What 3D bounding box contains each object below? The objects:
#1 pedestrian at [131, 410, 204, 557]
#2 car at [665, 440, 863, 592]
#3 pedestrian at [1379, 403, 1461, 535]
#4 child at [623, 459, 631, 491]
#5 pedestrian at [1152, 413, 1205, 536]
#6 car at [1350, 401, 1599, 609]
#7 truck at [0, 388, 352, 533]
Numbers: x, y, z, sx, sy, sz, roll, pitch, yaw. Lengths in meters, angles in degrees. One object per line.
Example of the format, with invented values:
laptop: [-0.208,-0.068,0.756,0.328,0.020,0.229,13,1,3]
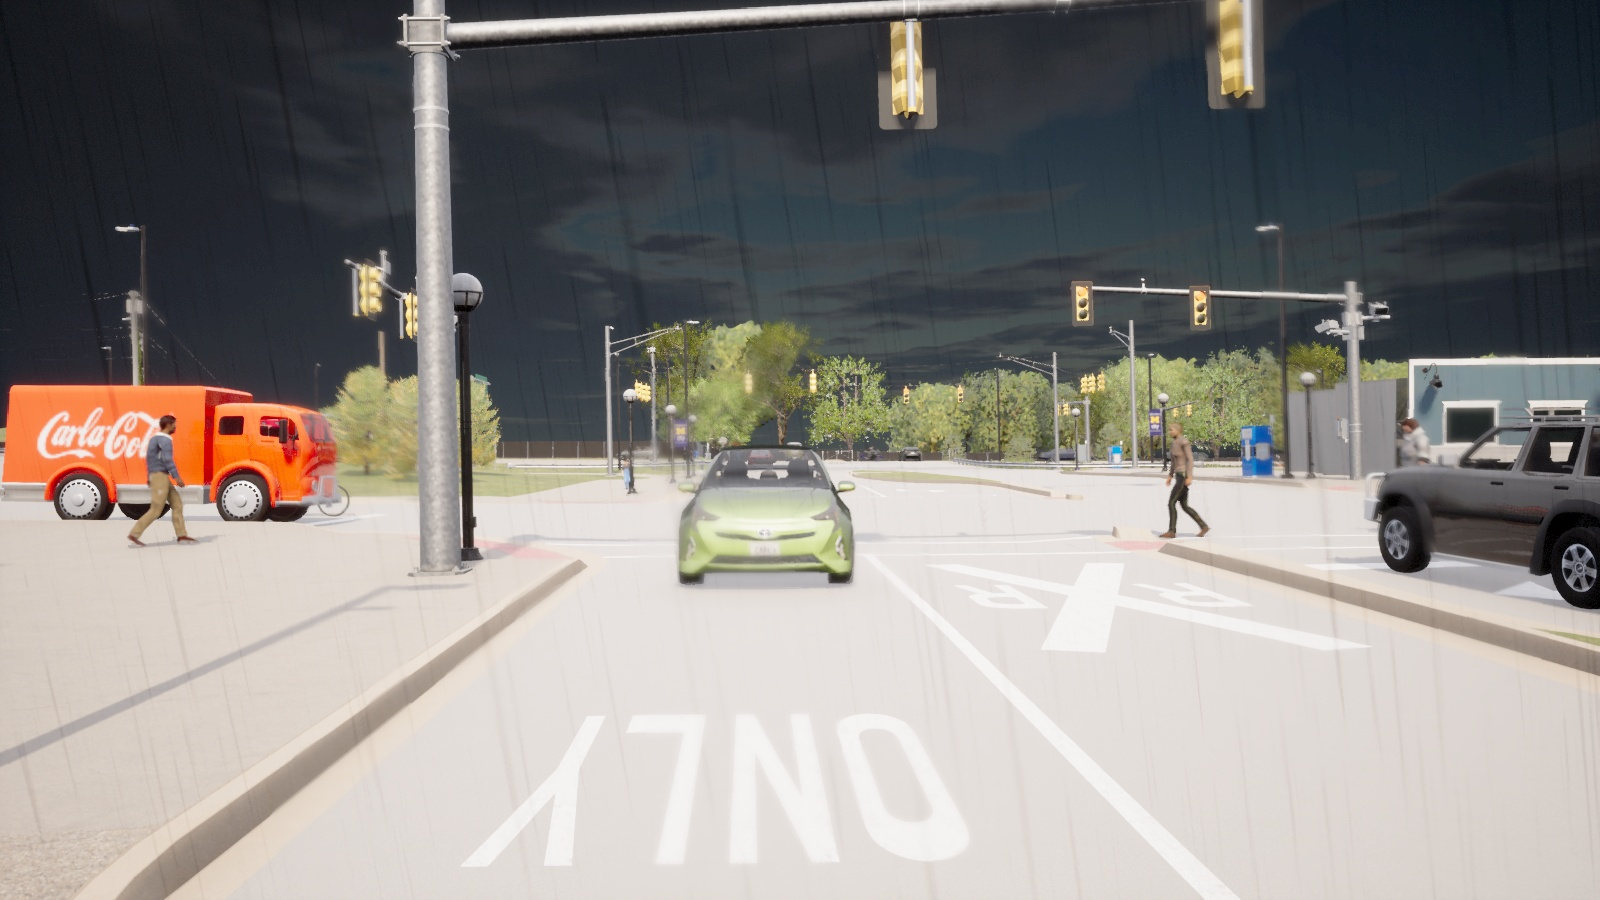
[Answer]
pedestrian: [-8.612,0.442,17.102,0.788,1.949,0.423,-1,-1,-36]
car: [-0.399,0.665,15.054,2.007,1.525,4.514,-1,0,-1]
pedestrian: [9.463,0.284,19.194,0.873,1.952,0.659,-2,-1,3]
child: [-7.005,1.006,50.954,0.270,1.263,0.437,-2,-1,-5]
pedestrian: [5.791,0.375,19.227,0.634,1.846,0.331,-2,-1,0]
car: [7.886,0.437,13.016,1.932,1.855,4.605,-1,1,-7]
truck: [-11.175,0.198,22.732,5.204,2.467,2.627,0,-1,-2]
